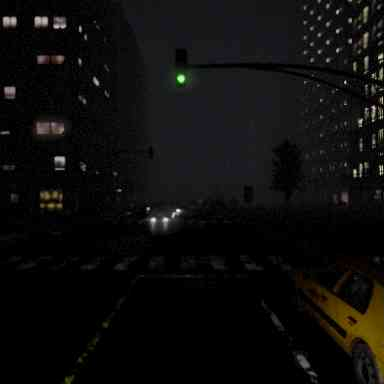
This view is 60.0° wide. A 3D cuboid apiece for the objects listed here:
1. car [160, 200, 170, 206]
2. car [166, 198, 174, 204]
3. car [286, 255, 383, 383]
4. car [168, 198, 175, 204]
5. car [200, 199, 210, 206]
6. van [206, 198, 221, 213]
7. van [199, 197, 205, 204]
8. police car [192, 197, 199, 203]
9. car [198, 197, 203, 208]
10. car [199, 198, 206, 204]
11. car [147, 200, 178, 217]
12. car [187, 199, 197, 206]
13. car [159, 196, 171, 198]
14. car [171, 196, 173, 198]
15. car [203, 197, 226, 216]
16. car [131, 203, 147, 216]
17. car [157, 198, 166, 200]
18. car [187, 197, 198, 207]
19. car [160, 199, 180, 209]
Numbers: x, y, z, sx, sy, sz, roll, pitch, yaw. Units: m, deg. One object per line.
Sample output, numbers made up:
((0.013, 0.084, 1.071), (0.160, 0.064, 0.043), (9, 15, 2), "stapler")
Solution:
((-5.680, 2.278, 70.255), (1.802, 1.307, 4.206), (0, -1, 0), "car")
((-5.676, 2.400, 86.664), (1.752, 1.417, 4.829), (0, -1, 0), "car")
((2.687, 1.571, 4.854), (1.752, 1.417, 4.829), (0, -1, 0), "car")
((-5.674, 2.483, 92.359), (1.887, 1.381, 4.507), (0, -1, 0), "car")
((2.700, 2.240, 70.253), (1.887, 1.381, 4.507), (0, -1, 0), "car")
((2.694, 1.746, 42.623), (1.690, 1.788, 3.998), (0, -1, 0), "van")
((2.704, 2.280, 92.360), (1.690, 1.788, 3.998), (0, -1, 0), "van")
((0.921, 2.399, 95.467), (1.930, 1.638, 5.238), (0, -1, 0), "police car")
((2.697, 1.892, 59.202), (2.192, 1.841, 5.009), (0, -1, 0), "car")
((2.704, 2.404, 87.002), (1.752, 1.417, 4.829), (0, -1, 0), "car")
((-3.061, 1.882, 35.497), (2.033, 1.411, 5.357), (0, -1, 3), "car")
((0.015, 2.286, 76.340), (2.128, 1.511, 4.902), (0, -1, 0), "car")
((-5.681, 2.077, 64.730), (1.967, 1.590, 4.097), (0, -1, 0), "car")
((-5.679, 2.196, 75.782), (1.967, 1.590, 4.097), (0, -1, 0), "car")
((2.693, 1.665, 37.098), (2.192, 1.841, 5.009), (0, -1, 0), "car")
((-5.686, 1.901, 37.097), (2.008, 1.369, 4.403), (0, -1, 0), "car")
((-5.683, 2.070, 53.676), (2.008, 1.369, 4.403), (0, -1, 0), "car")
((0.116, 2.157, 66.182), (1.837, 1.490, 4.892), (0, -1, 0), "car")
((-3.086, 1.998, 45.467), (1.994, 1.385, 4.181), (0, -1, 0), "car")
